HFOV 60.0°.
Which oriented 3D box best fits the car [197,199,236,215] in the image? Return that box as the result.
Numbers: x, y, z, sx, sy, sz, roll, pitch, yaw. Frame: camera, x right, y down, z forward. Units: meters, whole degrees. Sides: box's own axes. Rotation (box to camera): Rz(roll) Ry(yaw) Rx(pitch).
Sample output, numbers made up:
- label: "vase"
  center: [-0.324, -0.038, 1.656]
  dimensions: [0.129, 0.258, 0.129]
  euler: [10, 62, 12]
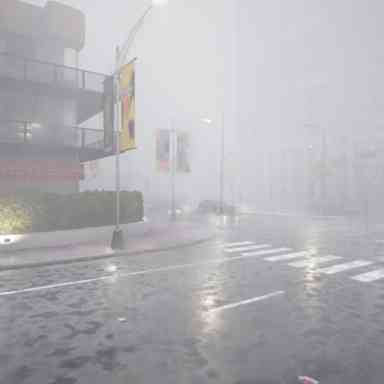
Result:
- label: "car"
  center: [2.421, 1.504, 33.824]
  dimensions: [1.837, 1.490, 4.892]
  euler: [0, 0, -35]

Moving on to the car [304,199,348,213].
- label: "car"
  center: [14.703, 1.524, 36.666]
  dimensions: [1.812, 1.442, 4.674]
  euler: [0, 0, -35]

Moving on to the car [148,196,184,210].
- label: "car"
  center: [-3.354, 1.563, 42.093]
  dimensions: [1.994, 1.385, 4.181]
  euler: [0, 0, -35]

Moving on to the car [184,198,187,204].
- label: "car"
  center: [-2.449, 1.546, 62.025]
  dimensions: [2.033, 1.411, 5.357]
  euler: [0, 0, -19]
